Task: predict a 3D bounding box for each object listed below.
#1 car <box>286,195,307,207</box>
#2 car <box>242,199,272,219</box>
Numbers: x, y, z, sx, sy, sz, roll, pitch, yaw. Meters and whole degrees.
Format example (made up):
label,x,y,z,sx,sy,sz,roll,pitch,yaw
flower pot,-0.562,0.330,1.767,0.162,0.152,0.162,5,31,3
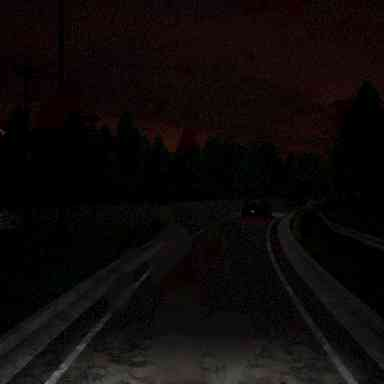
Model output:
label,x,y,z,sx,sy,sz,roll,pitch,yaw
car,13.761,1.171,43.570,2.128,1.511,4.902,0,1,31
car,5.335,1.273,26.945,1.882,1.535,5.008,0,0,20
